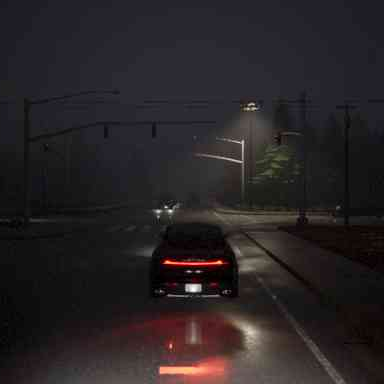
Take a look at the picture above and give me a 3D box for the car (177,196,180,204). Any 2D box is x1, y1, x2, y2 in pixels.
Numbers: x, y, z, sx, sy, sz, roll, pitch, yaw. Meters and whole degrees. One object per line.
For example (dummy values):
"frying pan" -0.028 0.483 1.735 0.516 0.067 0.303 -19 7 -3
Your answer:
"car" -3.561 1.562 55.841 1.994 1.385 4.181 0 0 0

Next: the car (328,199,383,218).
"car" 14.588 1.378 29.638 4.553 1.767 2.097 0 0 1

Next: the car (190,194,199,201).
"car" 0.574 1.353 80.928 2.097 1.767 4.553 0 0 2

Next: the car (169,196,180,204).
"car" -3.419 1.503 65.911 1.837 1.490 4.892 0 0 1

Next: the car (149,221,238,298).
"car" 0.048 1.501 8.502 1.837 1.490 4.892 0 0 1

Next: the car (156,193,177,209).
"car" -3.594 1.220 45.915 2.150 2.045 5.566 0 0 0

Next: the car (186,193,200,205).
"car" 0.118 1.220 57.290 2.150 2.045 5.566 0 0 0
